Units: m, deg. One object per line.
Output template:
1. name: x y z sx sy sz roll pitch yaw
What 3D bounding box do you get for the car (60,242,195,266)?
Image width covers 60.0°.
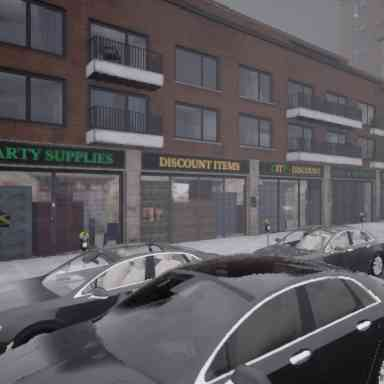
1. car: -1.164 1.551 5.357 4.403 1.369 2.008 0 0 -35

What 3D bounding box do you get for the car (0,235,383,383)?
1. car: 0.391 1.504 3.347 4.892 1.490 1.837 0 0 -35

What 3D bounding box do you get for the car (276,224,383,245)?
1. car: 3.331 1.550 8.559 4.403 1.369 2.008 0 0 -35
